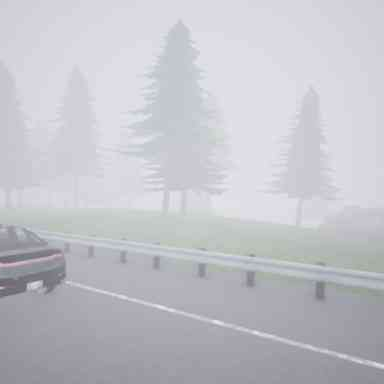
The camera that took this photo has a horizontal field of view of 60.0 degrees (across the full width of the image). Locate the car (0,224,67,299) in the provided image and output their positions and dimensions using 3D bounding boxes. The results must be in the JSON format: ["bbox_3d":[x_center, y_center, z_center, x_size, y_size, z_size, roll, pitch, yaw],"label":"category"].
[{"bbox_3d":[-4.821,1.472,7.435,4.902,1.511,2.128,0,0,36],"label":"car"}]
